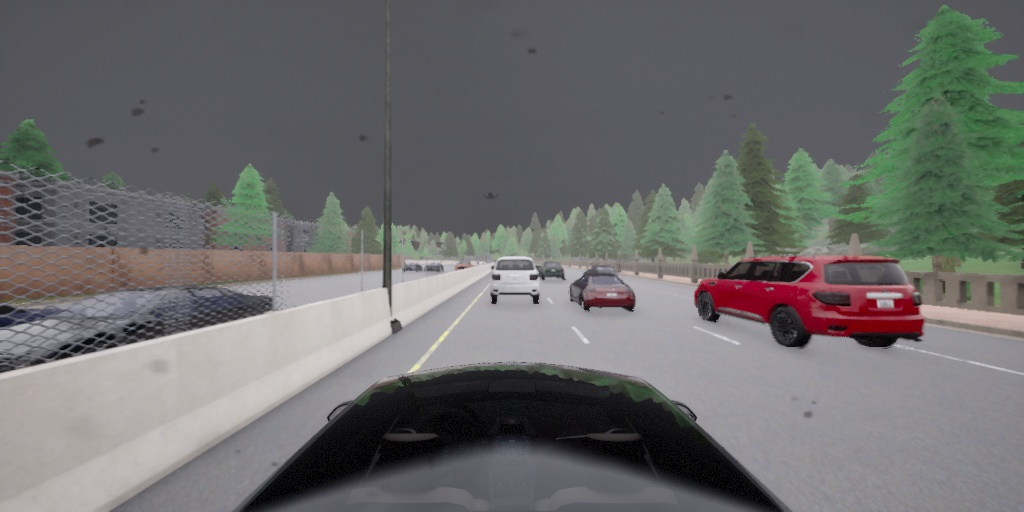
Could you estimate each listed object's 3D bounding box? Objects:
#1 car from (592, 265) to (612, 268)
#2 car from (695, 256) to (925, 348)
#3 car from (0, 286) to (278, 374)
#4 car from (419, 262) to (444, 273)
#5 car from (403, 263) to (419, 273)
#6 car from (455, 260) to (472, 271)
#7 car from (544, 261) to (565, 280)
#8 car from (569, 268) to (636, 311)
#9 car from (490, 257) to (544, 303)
[{"bbox_3d":[7.161,1.464,28.937,2.033,1.411,5.357,0,0,0],"label":"car"},{"bbox_3d":[7.115,1.019,9.508,2.150,2.045,5.566,0,0,0],"label":"car"},{"bbox_3d":[-7.091,1.329,7.115,2.033,1.411,5.357,0,0,0],"label":"car"},{"bbox_3d":[-10.477,1.580,48.502,2.033,1.411,5.357,0,0,0],"label":"car"},{"bbox_3d":[-13.963,1.609,50.573,1.994,1.385,4.181,0,0,0],"label":"car"},{"bbox_3d":[-6.955,1.405,51.808,2.097,1.767,4.553,0,0,1],"label":"car"},{"bbox_3d":[3.673,1.298,33.978,2.097,1.767,4.553,0,0,0],"label":"car"},{"bbox_3d":[3.628,1.395,15.018,1.994,1.385,4.181,0,0,0],"label":"car"},{"bbox_3d":[0.134,1.068,17.556,2.150,2.045,5.566,0,0,0],"label":"car"}]
